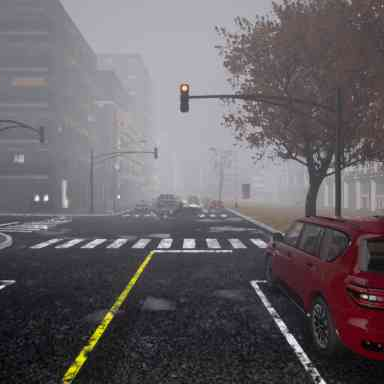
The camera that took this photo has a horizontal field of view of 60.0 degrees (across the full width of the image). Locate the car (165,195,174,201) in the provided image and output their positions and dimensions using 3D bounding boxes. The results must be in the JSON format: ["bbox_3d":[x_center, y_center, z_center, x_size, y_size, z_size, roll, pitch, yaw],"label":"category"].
[{"bbox_3d":[-5.541,1.506,82.577,1.967,1.590,4.097,0,0,0],"label":"car"}]

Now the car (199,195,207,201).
[{"bbox_3d":[2.849,1.620,88.094,1.887,1.381,4.507,0,0,0],"label":"car"}]

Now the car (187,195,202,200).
[{"bbox_3d":[0.206,1.387,59.382,2.097,1.767,4.553,0,0,0],"label":"car"}]

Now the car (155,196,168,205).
[{"bbox_3d":[-5.581,1.476,60.446,1.967,1.590,4.097,0,0,0],"label":"car"}]

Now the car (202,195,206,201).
[{"bbox_3d":[2.780,1.548,49.535,1.752,1.417,4.829,0,0,0],"label":"car"}]

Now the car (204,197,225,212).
[{"bbox_3d":[2.760,1.557,38.300,1.887,1.381,4.507,0,0,0],"label":"car"}]

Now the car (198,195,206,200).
[{"bbox_3d":[2.859,1.637,93.627,2.008,1.369,4.403,0,0,0],"label":"car"}]

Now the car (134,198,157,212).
[{"bbox_3d":[-5.620,1.563,38.315,2.008,1.369,4.403,0,0,0],"label":"car"}]

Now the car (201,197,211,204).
[{"bbox_3d":[2.810,1.625,65.963,1.802,1.307,4.206,0,0,0],"label":"car"}]

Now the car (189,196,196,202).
[{"bbox_3d":[0.145,1.586,79.830,1.812,1.442,4.674,0,0,0],"label":"car"}]

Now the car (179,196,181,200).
[{"bbox_3d":[-2.993,1.528,50.079,1.837,1.490,4.892,0,0,0],"label":"car"}]

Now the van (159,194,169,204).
[{"bbox_3d":[-5.571,1.384,65.979,1.690,1.788,3.998,0,0,0],"label":"van"}]

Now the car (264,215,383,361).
[{"bbox_3d":[2.702,1.315,5.912,2.192,1.841,5.009,0,0,0],"label":"car"}]

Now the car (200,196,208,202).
[{"bbox_3d":[2.830,1.583,77.199,1.752,1.417,4.829,0,0,0],"label":"car"}]

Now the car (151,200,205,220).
[{"bbox_3d":[-1.061,1.606,28.257,1.895,1.301,4.718,0,0,30],"label":"car"}]

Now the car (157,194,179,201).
[{"bbox_3d":[-3.020,1.235,40.061,2.150,2.045,5.566,0,0,0],"label":"car"}]

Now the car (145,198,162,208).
[{"bbox_3d":[-5.601,1.573,49.381,2.008,1.369,4.403,0,0,0],"label":"car"}]
